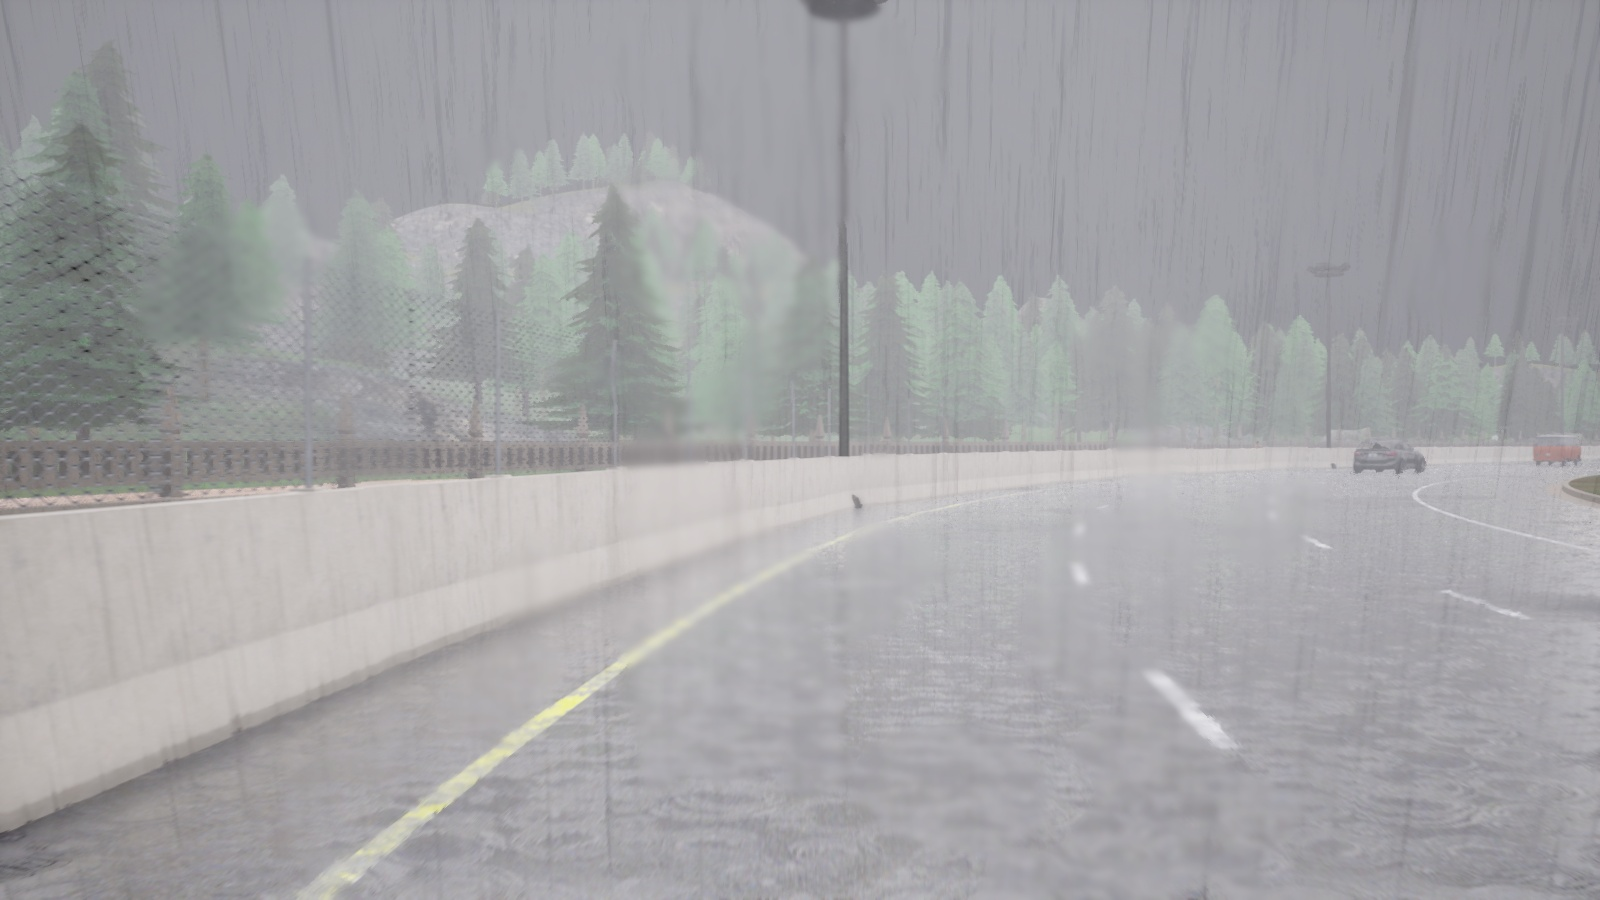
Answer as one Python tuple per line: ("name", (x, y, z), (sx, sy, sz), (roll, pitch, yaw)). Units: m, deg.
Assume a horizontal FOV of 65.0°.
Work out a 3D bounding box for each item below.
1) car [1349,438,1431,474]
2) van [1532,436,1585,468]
("car", (28.730, 0.278, 61.078), (2.242, 1.667, 4.611), (0, 0, 44))
("van", (48.347, 0.101, 80.036), (4.442, 1.987, 1.775), (0, 0, -44))
